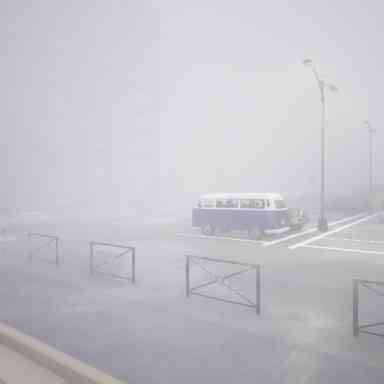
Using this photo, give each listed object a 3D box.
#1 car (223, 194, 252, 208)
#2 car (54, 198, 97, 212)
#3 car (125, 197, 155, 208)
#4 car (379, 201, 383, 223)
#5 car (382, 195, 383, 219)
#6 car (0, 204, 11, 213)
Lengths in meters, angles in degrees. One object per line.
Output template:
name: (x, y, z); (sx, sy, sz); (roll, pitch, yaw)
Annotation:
car: (7.513, 1.449, 55.019); (1.837, 1.490, 4.892); (0, 0, 36)
car: (-13.342, 1.422, 38.352); (1.882, 1.535, 5.008); (0, 0, 36)
car: (-7.266, 1.436, 46.784); (2.128, 1.511, 4.902); (0, 0, 36)
car: (14.023, 1.395, 20.929); (3.806, 1.475, 1.970); (0, 0, 36)
car: (17.273, 1.153, 25.464); (4.605, 1.855, 1.932); (0, 0, 36)
car: (-19.401, 1.492, 29.937); (2.033, 1.411, 5.357); (0, 0, 36)
